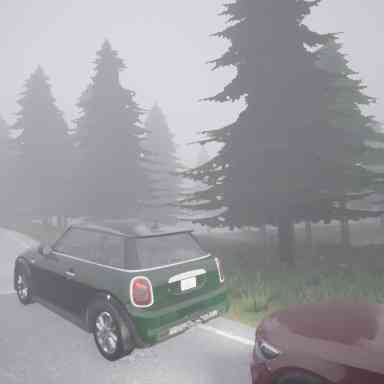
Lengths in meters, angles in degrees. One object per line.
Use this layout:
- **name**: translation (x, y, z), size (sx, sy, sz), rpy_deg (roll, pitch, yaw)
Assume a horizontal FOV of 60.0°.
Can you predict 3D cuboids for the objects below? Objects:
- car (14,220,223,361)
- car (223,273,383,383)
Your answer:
- **car**: translation (-1.578, 1.308, 6.221), size (4.553, 1.767, 2.097), rpy_deg (1, 1, 44)
- **car**: translation (2.748, 1.531, 2.596), size (4.674, 1.442, 1.812), rpy_deg (1, 0, 36)
